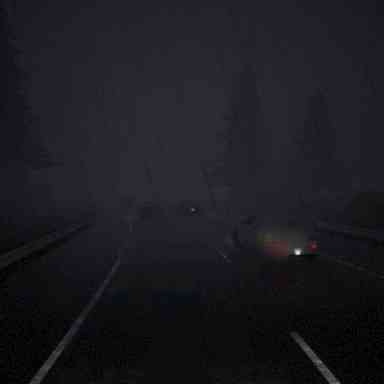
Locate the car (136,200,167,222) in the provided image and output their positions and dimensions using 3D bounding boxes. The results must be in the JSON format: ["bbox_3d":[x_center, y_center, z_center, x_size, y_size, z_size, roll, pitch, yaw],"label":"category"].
[{"bbox_3d":[-3.002,1.418,25.220,1.812,1.442,4.674,0,0,-12],"label":"car"}]

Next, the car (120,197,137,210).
[{"bbox_3d":[-7.623,1.336,40.697,1.837,1.490,4.892,0,1,-20],"label":"car"}]

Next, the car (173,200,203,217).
[{"bbox_3d":[-0.445,1.431,29.460,1.994,1.385,4.181,0,0,-14],"label":"car"}]

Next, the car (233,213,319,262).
[{"bbox_3d":[2.787,1.466,11.801,1.812,1.442,4.674,0,0,-6],"label":"car"}]
